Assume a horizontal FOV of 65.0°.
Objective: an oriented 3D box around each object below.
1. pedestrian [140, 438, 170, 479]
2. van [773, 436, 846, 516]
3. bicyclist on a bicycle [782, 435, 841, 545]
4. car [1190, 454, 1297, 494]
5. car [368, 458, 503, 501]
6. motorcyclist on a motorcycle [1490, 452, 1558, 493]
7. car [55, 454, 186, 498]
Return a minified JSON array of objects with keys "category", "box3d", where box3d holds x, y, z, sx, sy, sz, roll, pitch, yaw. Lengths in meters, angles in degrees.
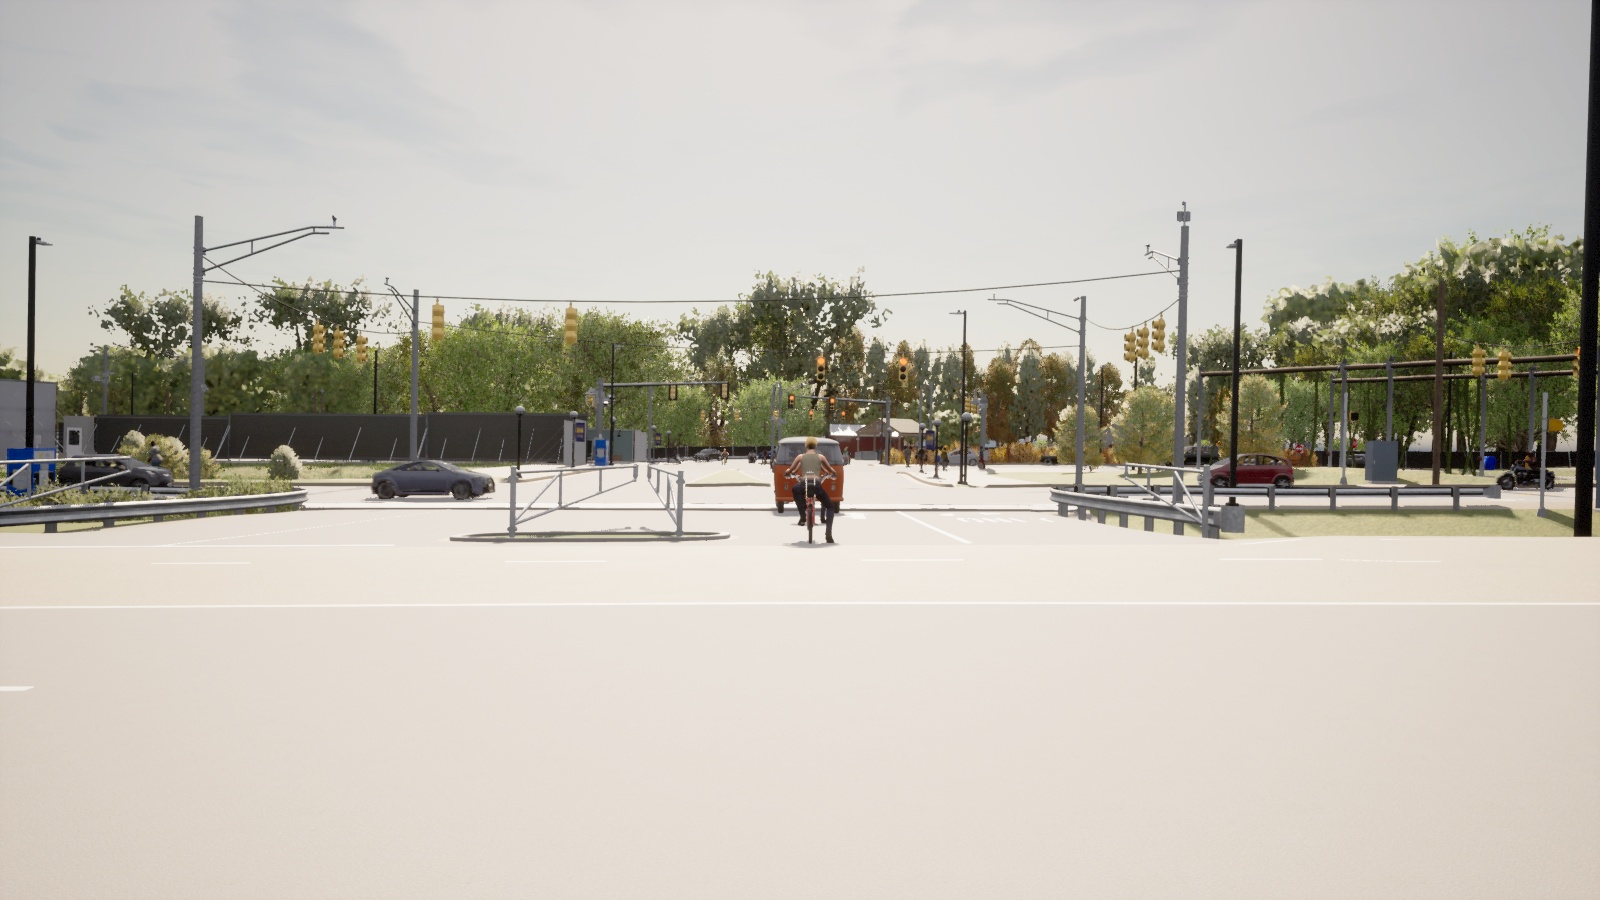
[{"category":"pedestrian","box3d":[-29.506,0.384,57.473,0.900,1.855,0.874,1,1,-1]},{"category":"van","box3d":[0.196,0.640,34.028,1.775,1.987,4.442,0,1,-2]},{"category":"bicyclist on a bicycle","box3d":[0.180,0.605,19.159,0.866,1.612,1.509,0,-1,1]},{"category":"car","box3d":[18.011,0.956,51.131,3.705,1.549,1.789,0,1,0]},{"category":"car","box3d":[-12.789,1.023,44.239,4.181,1.385,1.994,0,1,1]},{"category":"motorcyclist on a motorcycle","box3d":[29.498,0.901,51.166,2.350,1.649,0.766,0,1,0]},{"category":"car","box3d":[-23.986,0.899,44.392,3.633,1.501,1.845,0,1,1]}]
